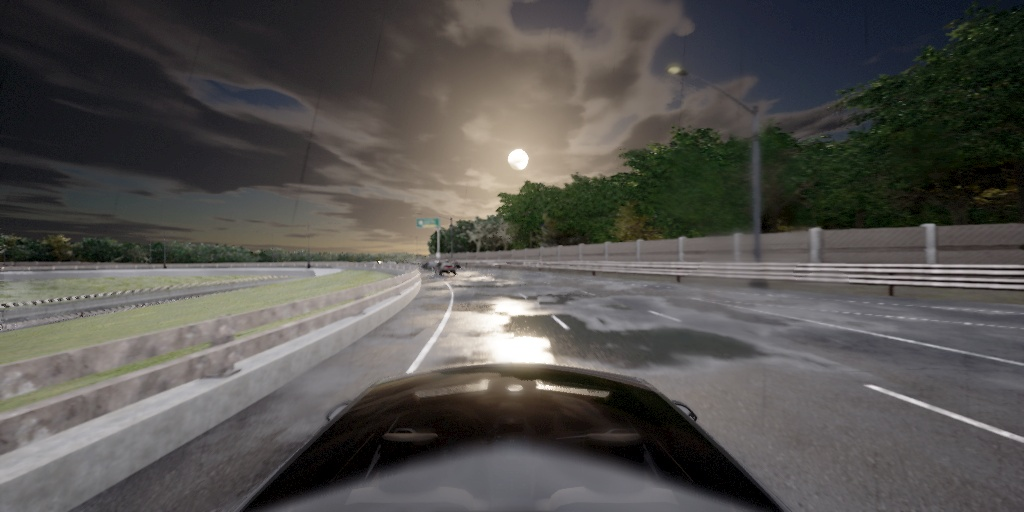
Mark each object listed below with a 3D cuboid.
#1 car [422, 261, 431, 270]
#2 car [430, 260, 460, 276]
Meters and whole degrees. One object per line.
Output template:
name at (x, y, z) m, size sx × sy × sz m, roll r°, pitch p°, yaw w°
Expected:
car at (-13.525, 1.585, 59.672) m, size 1.994 × 1.385 × 4.181 m, roll -1°, pitch 0°, yaw -32°
car at (-7.700, 1.416, 40.890) m, size 1.837 × 1.490 × 4.892 m, roll -1°, pitch 0°, yaw -22°
